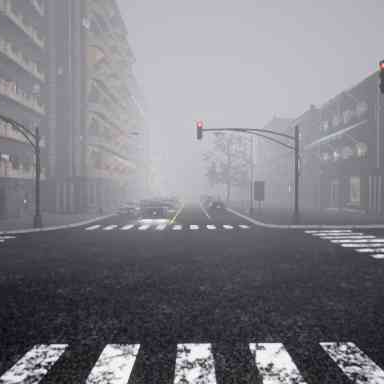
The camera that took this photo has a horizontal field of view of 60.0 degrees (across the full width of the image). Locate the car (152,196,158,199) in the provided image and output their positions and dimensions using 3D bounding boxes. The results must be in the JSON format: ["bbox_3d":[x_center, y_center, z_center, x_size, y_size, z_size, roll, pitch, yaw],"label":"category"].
[{"bbox_3d":[-5.697,1.531,41.247,1.887,1.381,4.507,0,0,0],"label":"car"}]

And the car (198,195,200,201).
[{"bbox_3d":[2.679,1.281,74.441,2.192,1.841,5.009,0,0,0],"label":"car"}]

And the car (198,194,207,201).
[{"bbox_3d":[2.678,1.397,85.508,1.967,1.590,4.097,0,0,0],"label":"car"}]

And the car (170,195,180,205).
[{"bbox_3d":[-3.059,1.503,57.624,1.812,1.442,4.674,0,0,0],"label":"car"}]

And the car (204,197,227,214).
[{"bbox_3d":[2.684,1.555,35.707,1.947,1.339,4.313,0,0,0],"label":"car"}]

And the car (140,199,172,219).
[{"bbox_3d":[-3.112,1.556,29.341,1.994,1.385,4.181,0,0,-1],"label":"car"}]

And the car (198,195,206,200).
[{"bbox_3d":[2.679,1.496,91.042,1.887,1.381,4.507,0,0,0],"label":"car"}]

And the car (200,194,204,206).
[{"bbox_3d":[2.682,1.421,52.308,1.967,1.590,4.097,0,0,0],"label":"car"}]

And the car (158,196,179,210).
[{"bbox_3d":[-3.103,1.533,43.026,2.033,1.411,5.357,0,0,0],"label":"car"}]

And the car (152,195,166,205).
[{"bbox_3d":[-5.700,1.418,57.847,1.967,1.590,4.097,0,0,0],"label":"car"}]

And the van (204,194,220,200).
[{"bbox_3d":[2.682,1.328,41.240,1.690,1.788,3.998,0,0,0],"label":"van"}]

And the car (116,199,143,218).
[{"bbox_3d":[-5.696,1.543,30.180,2.008,1.369,4.403,0,0,0],"label":"car"}]

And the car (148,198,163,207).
[{"bbox_3d":[-5.698,1.563,52.314,1.802,1.307,4.206,0,0,0],"label":"car"}]

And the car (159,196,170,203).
[{"bbox_3d":[-5.699,1.552,68.915,1.802,1.307,4.206,0,0,0],"label":"car"}]
